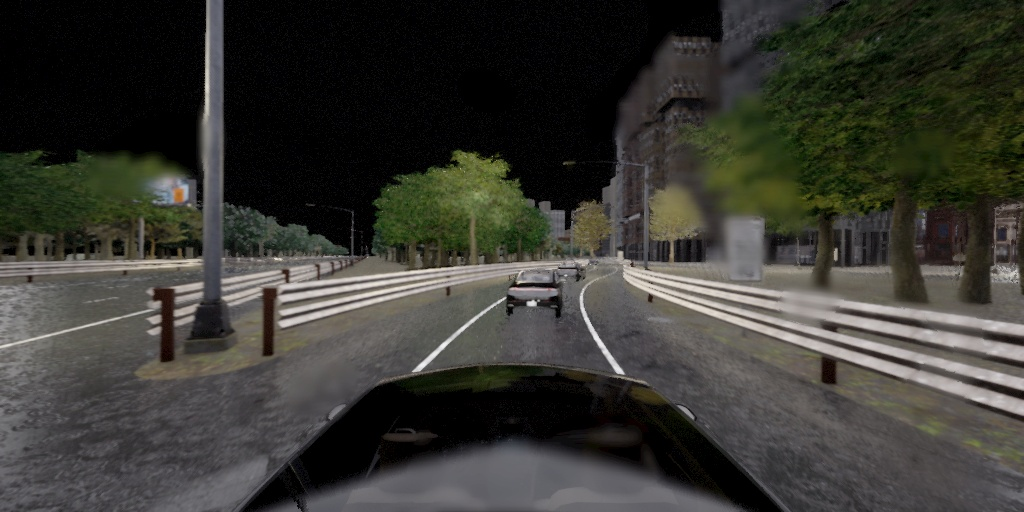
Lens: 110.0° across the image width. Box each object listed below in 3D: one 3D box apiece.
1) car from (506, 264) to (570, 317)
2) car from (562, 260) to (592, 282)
[{"bbox_3d":[0.972,1.245,13.351,2.128,1.511,4.902,0,0,9],"label":"car"},{"bbox_3d":[4.830,1.263,29.014,2.128,1.511,4.902,0,0,20],"label":"car"}]
